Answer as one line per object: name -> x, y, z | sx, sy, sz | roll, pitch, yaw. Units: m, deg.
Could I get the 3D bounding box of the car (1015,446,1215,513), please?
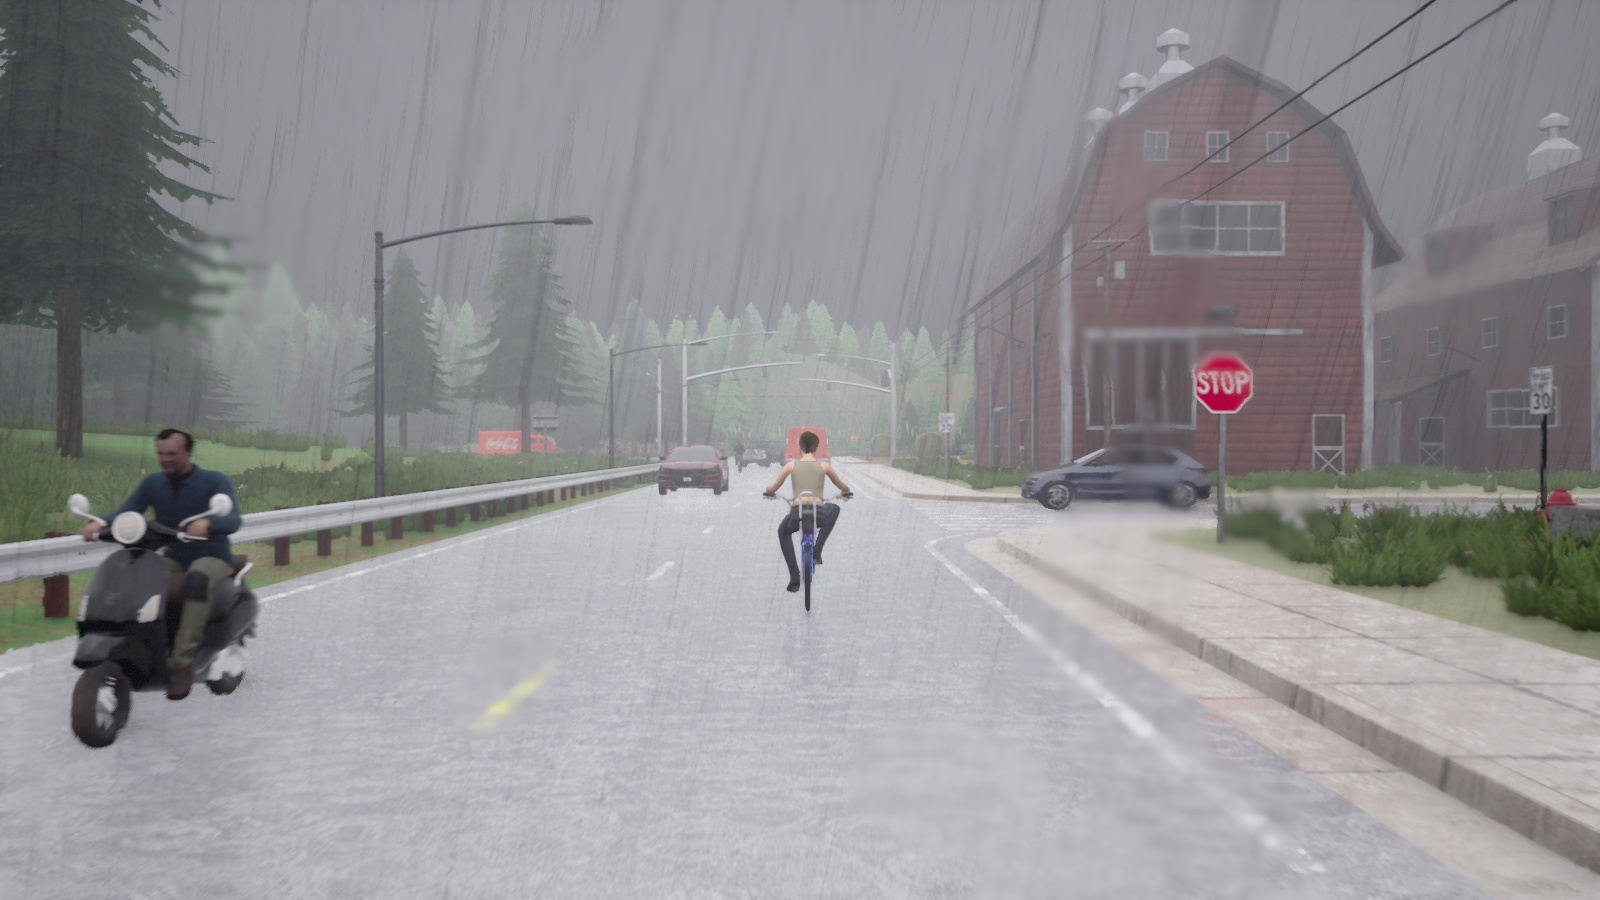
car -> 7.135, 0.649, 28.791 | 4.193, 1.474, 1.816 | 0, 0, 5

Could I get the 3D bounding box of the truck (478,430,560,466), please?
truck -> -19.555, -0.140, 87.568 | 5.204, 2.467, 2.627 | 0, 0, -1

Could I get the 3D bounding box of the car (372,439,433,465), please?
car -> -28.780, 0.122, 90.956 | 3.866, 1.878, 1.905 | 0, 0, -1

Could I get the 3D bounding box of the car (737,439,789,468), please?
car -> -2.447, 0.210, 84.009 | 1.932, 1.855, 4.605 | 0, 0, 20

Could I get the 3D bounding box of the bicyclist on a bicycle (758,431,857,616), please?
bicyclist on a bicycle -> 0.074, 0.636, 11.708 | 0.866, 1.612, 1.509 | 0, 0, 1

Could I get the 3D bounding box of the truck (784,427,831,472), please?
truck -> 0.425, -0.031, 71.449 | 2.627, 2.467, 5.204 | 0, 0, 0

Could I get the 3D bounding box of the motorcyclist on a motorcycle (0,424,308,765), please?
motorcyclist on a motorcycle -> -3.446, 0.670, 6.766 | 0.866, 1.590, 1.817 | 0, 0, 0

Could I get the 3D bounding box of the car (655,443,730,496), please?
car -> -3.261, 0.563, 38.959 | 1.882, 1.535, 5.008 | 0, 0, 0
